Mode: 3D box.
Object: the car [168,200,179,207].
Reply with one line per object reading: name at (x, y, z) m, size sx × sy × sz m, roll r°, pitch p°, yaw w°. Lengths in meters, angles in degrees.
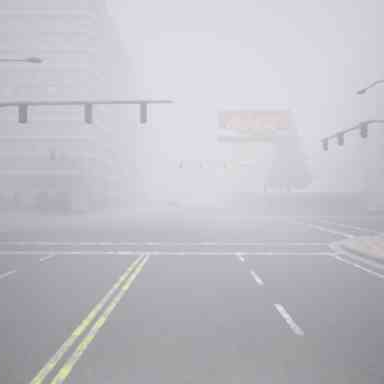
car at (-3.485, 2.152, 62.347) m, size 1.895 × 1.301 × 4.718 m, roll 0°, pitch -1°, yaw 0°
